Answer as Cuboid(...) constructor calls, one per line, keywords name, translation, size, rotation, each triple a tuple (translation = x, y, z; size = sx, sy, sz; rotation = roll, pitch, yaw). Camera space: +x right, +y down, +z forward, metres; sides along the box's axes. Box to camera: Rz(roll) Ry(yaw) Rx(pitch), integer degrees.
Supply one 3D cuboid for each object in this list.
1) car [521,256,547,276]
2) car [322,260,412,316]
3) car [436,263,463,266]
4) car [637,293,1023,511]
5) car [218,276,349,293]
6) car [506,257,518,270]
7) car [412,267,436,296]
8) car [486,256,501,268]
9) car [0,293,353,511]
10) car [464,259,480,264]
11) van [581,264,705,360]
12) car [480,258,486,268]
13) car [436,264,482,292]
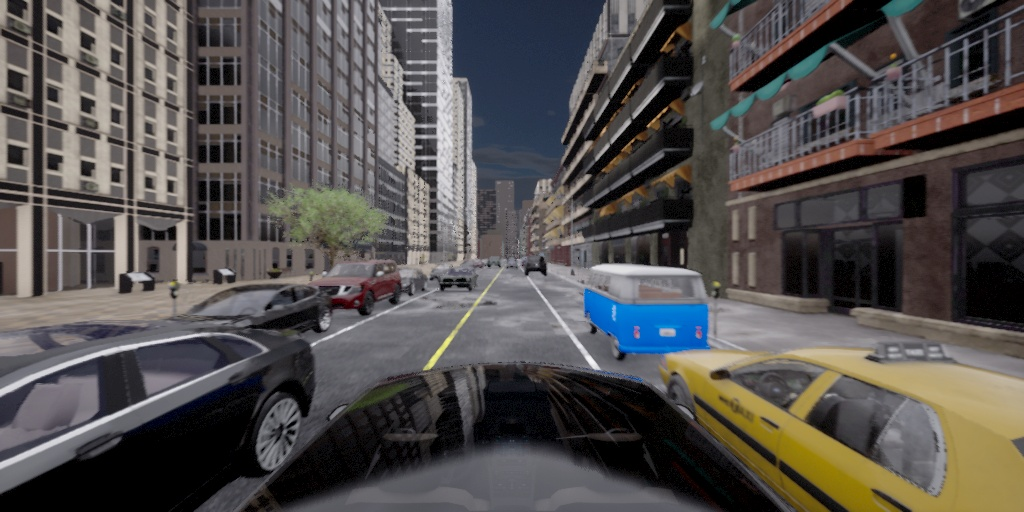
Cuboid(name="car", translation=(2.395, 0.983, 37.064), size=(2.150, 2.045, 5.566), rotation=(0, 0, 0))
Cuboid(name="car", translation=(-5.691, 1.063, 13.567), size=(2.192, 1.841, 5.009), rotation=(0, 0, 0))
Cuboid(name="car", translation=(-5.690, 1.303, 30.136), size=(2.007, 1.370, 4.403), rotation=(0, 0, 0))
Cuboid(name="car", translation=(2.689, 1.275, 2.691), size=(1.751, 1.417, 4.829), rotation=(0, 0, 0))
Cuboid(name="car", translation=(-5.692, 1.315, 8.045), size=(1.948, 1.339, 4.313), rotation=(0, 0, 0))
Cuboid(name="car", translation=(0.002, 1.314, 54.754), size=(2.033, 1.411, 5.357), rotation=(0, 0, 0))
Cuboid(name="car", translation=(-5.691, 1.300, 19.091), size=(2.007, 1.370, 4.403), rotation=(0, 0, 0))
Cuboid(name="car", translation=(-3.030, 1.001, 61.971), size=(2.150, 2.045, 5.566), rotation=(0, 0, 1))
Cuboid(name="car", translation=(-3.056, 1.242, 1.946), size=(2.128, 1.511, 4.902), rotation=(0, 0, 0))
Cuboid(name="car", translation=(-5.689, 1.326, 46.704), size=(1.948, 1.339, 4.313), rotation=(0, 0, 0))
Cuboid(name="van", translation=(2.690, 1.090, 8.044), size=(1.690, 1.789, 3.998), rotation=(0, 0, 0))
Cuboid(name="car", translation=(-5.689, 1.209, 57.751), size=(1.967, 1.591, 4.097), rotation=(0, 0, 0))
Cuboid(name="car", translation=(-3.098, 1.351, 21.589), size=(1.895, 1.301, 4.718), rotation=(0, 0, 0))
